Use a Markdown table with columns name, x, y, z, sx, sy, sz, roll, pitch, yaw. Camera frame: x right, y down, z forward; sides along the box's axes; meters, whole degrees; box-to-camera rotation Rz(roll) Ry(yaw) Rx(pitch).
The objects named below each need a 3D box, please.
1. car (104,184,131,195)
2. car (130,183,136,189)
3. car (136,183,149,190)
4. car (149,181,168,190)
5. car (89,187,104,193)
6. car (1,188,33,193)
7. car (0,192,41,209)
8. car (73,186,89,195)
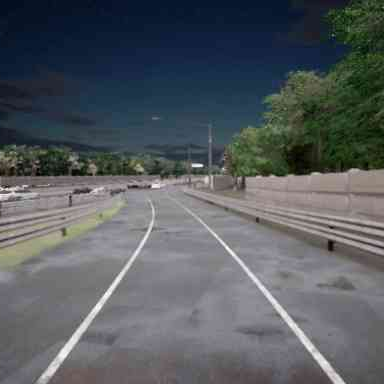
| name | x | y | z | sx | sy | sz | roll | pitch | yaw |
| --- | --- | --- | --- | --- | --- | --- | --- | --- | --- |
| car | -13.665 | -0.245 | 61.319 | 2.128 | 1.511 | 4.902 | 0 | 3 | 14 |
| car | -15.097 | -1.499 | 85.253 | 1.882 | 1.535 | 5.008 | 0 | 3 | 14 |
| car | -11.706 | -1.598 | 84.383 | 2.097 | 1.767 | 4.553 | 0 | 3 | 14 |
| car | -8.287 | -1.710 | 83.628 | 2.150 | 2.045 | 5.566 | 0 | 3 | 14 |
| car | -16.871 | -0.276 | 62.954 | 1.812 | 1.442 | 4.674 | 0 | 3 | 14 |
| car | -21.834 | 0.523 | 42.359 | 2.150 | 2.045 | 5.566 | 0 | 3 | 14 |
| car | -19.630 | 1.155 | 36.566 | 2.033 | 1.411 | 5.357 | 0 | 3 | 14 |
| car | -20.471 | -0.278 | 62.953 | 1.837 | 1.490 | 4.892 | 0 | 3 | 14 |
